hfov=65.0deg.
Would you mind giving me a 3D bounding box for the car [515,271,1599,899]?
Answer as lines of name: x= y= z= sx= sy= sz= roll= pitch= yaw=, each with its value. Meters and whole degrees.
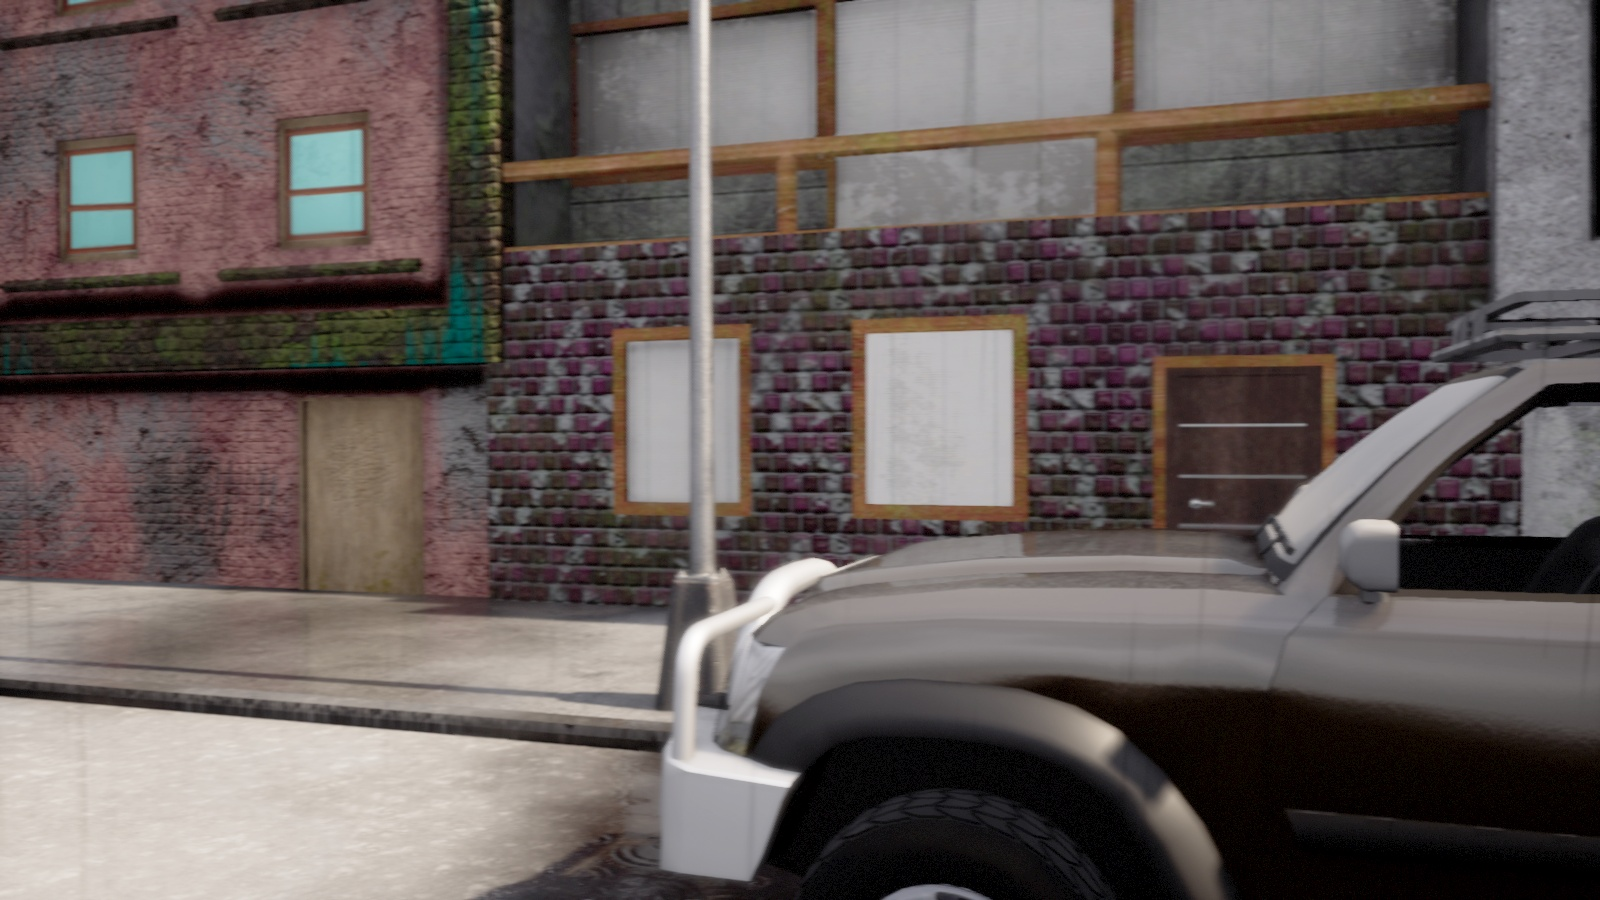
car: x=1.827 y=0.600 z=3.103 sx=4.605 sy=1.855 sz=1.932 roll=1 pitch=1 yaw=19
